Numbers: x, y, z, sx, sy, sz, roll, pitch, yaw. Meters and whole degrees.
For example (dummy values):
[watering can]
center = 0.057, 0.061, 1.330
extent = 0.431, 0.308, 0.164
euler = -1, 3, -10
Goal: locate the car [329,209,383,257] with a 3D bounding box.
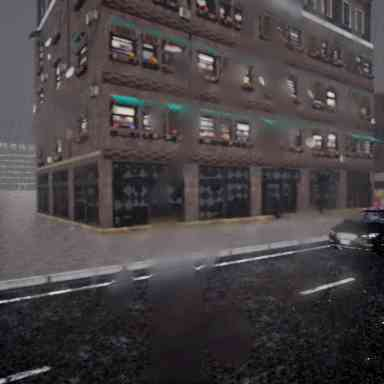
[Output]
[car]
center = 7.255, 1.442, 12.806
extent = 4.902, 1.511, 2.128
euler = 0, 0, -35
